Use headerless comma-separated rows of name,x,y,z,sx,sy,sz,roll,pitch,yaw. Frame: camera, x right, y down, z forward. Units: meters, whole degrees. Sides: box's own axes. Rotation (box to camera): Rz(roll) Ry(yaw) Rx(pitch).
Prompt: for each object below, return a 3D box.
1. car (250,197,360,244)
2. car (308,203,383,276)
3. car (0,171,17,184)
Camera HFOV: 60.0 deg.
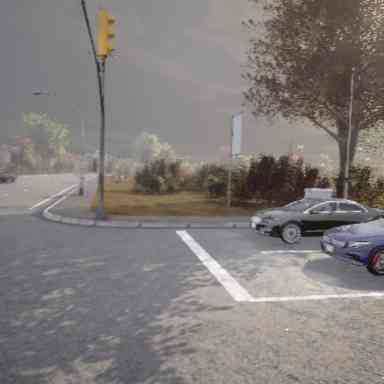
car,4.564,0.951,12.073,4.902,1.511,2.128,1,3,-12
car,5.761,1.213,8.751,4.674,1.442,1.812,1,3,-10
car,-24.726,-1.758,43.970,1.895,1.301,4.718,1,3,-15
